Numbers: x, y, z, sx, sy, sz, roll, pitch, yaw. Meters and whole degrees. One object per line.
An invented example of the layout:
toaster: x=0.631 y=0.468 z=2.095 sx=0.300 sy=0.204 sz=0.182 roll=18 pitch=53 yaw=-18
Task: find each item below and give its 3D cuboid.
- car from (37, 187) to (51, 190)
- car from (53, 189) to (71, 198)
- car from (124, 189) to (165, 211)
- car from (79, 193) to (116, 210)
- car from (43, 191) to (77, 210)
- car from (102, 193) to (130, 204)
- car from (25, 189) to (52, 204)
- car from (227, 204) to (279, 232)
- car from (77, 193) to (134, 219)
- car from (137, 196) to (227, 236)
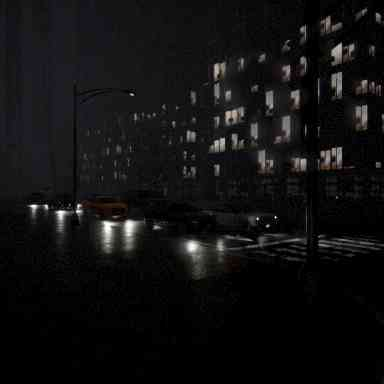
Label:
car: x=-28.548 y=-0.025 z=63.726 sx=2.150 sy=2.045 sz=5.566 roll=0 pitch=1 yaw=-38
car: x=-25.542 y=0.244 z=65.158 sx=1.882 sy=1.535 sz=5.008 roll=0 pitch=1 yaw=-38
car: x=-3.569 y=0.810 z=26.206 sx=2.150 sy=2.045 sz=5.566 roll=0 pitch=1 yaw=-38
car: x=-9.737 y=0.883 z=34.087 sx=1.882 sy=1.535 sz=5.008 roll=0 pitch=1 yaw=-38
car: x=-12.828 y=0.898 z=32.755 sx=1.837 sy=1.490 sz=4.892 roll=0 pitch=1 yaw=-38
car: x=-10.573 y=0.817 z=46.006 sx=1.895 sy=1.301 sz=4.718 roll=0 pitch=1 yaw=-38
car: x=-19.193 y=0.707 z=40.968 sx=1.837 sy=1.490 sz=4.892 roll=0 pitch=1 yaw=-37
car: x=2.464 y=1.368 z=18.554 sx=1.895 sy=1.301 sz=4.718 roll=0 pitch=1 yaw=-39
car: x=-6.551 y=1.058 z=24.742 sx=1.882 sy=1.535 sz=5.008 roll=0 pitch=1 yaw=-38
car: x=-0.704 y=1.231 z=17.297 sx=1.882 sy=1.535 sz=5.008 roll=0 pitch=1 yaw=-37
